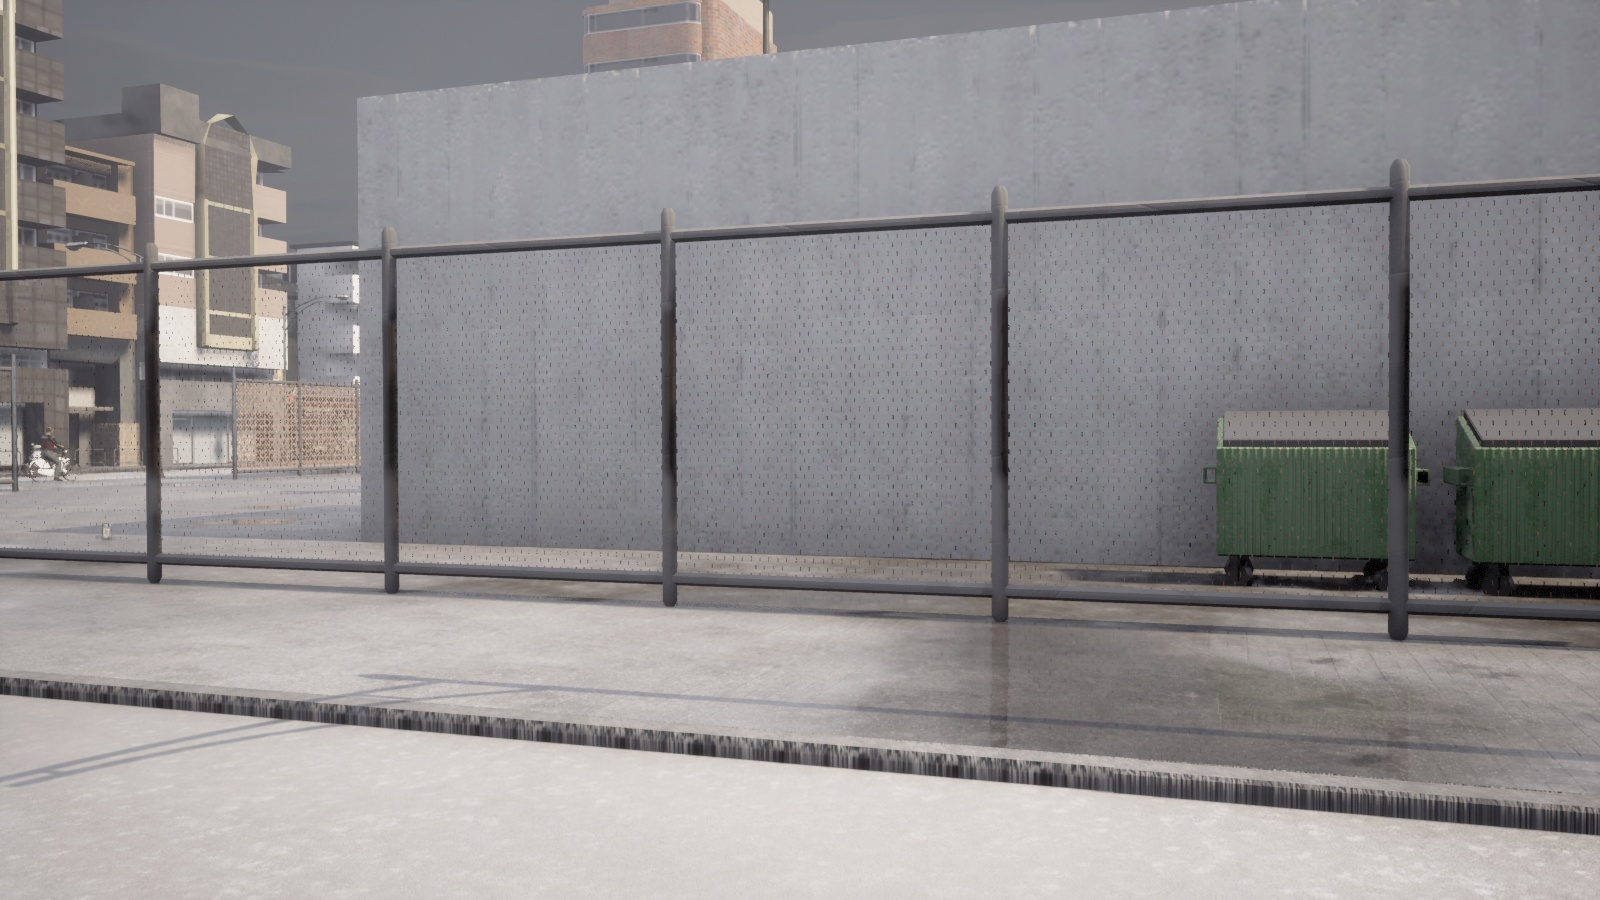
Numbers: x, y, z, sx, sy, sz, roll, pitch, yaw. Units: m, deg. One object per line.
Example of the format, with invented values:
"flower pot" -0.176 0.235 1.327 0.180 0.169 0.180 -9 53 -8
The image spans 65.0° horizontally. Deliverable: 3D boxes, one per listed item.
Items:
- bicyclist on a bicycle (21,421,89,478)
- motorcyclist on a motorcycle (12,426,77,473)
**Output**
"bicyclist on a bicycle" -23.671 -0.031 39.939 0.659 1.776 1.843 1 1 19
"motorcyclist on a motorcycle" -26.479 -0.025 44.044 0.866 1.590 1.817 1 1 19
